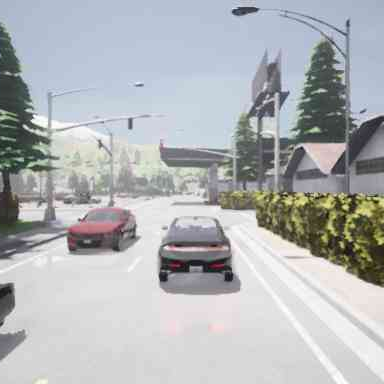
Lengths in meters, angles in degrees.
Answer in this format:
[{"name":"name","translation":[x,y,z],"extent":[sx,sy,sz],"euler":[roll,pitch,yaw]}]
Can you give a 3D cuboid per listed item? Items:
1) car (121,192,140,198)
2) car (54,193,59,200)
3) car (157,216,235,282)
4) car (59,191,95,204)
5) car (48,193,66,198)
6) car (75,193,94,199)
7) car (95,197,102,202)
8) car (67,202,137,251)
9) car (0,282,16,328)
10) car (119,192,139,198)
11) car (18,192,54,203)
[{"name":"car","translation":[-16.505,0.835,89.443],"extent":[4.514,1.523,2.007],"euler":[0,0,-1]},{"name":"car","translation":[-24.022,0.936,64.423],"extent":[4.514,1.523,2.007],"euler":[0,0,-1]},{"name":"car","translation":[0.100,1.437,9.579],"extent":[2.128,1.511,4.902],"euler":[0,0,0]},{"name":"car","translation":[-16.772,0.803,48.721],"extent":[3.866,1.878,1.905],"euler":[0,0,-1]},{"name":"car","translation":[-35.100,0.899,86.344],"extent":[3.806,1.475,1.970],"euler":[0,0,-1]},{"name":"car","translation":[-24.038,0.901,74.416],"extent":[3.633,1.501,1.845],"euler":[0,0,-1]},{"name":"car","translation":[-16.181,1.068,52.051],"extent":[3.806,1.475,1.970],"euler":[0,0,-1]},{"name":"car","translation":[-3.530,1.399,13.833],"extent":[1.882,1.535,5.008],"euler":[0,1,1]},{"name":"car","translation":[-3.592,1.585,2.797],"extent":[1.895,1.301,4.718],"euler":[0,0,0]},{"name":"car","translation":[-16.434,0.844,86.307],"extent":[5.027,1.636,2.152],"euler":[0,0,-1]},{"name":"car","translation":[-24.660,0.805,51.962],"extent":[4.605,1.855,1.932],"euler":[0,0,-1]}]
